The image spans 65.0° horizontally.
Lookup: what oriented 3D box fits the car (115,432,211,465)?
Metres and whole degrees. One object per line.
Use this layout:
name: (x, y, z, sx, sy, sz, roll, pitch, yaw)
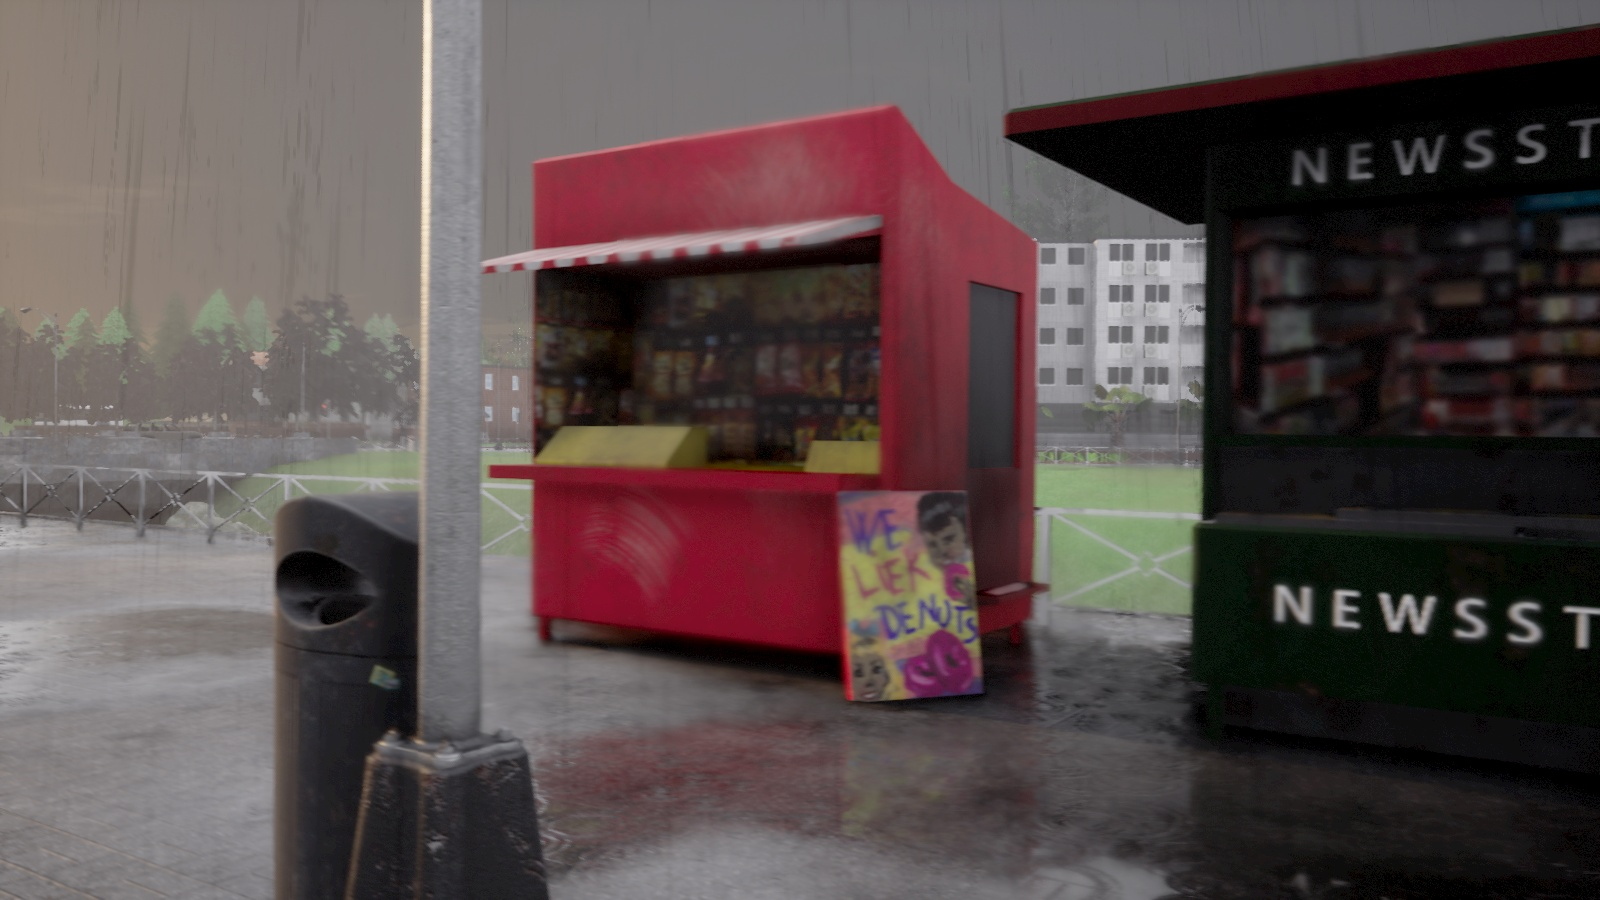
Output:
car: (-37.335, -0.119, 73.680, 1.932, 1.855, 4.605, 0, 1, 35)
